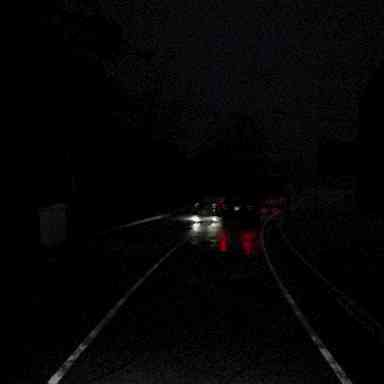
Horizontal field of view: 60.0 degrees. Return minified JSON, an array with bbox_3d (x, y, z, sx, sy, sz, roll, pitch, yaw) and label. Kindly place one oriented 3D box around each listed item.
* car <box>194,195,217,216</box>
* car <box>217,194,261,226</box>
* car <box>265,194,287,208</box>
[{"bbox_3d":[1.783,1.104,29.928,2.097,1.767,4.553,2,2,20],"label":"car"},{"bbox_3d":[3.558,1.152,23.499,2.150,2.045,5.566,1,0,16],"label":"car"},{"bbox_3d":[10.486,1.074,40.953,1.801,1.575,5.366,3,2,27],"label":"car"}]
